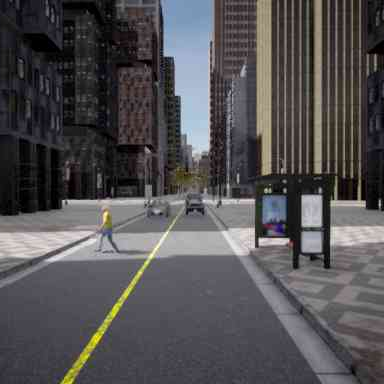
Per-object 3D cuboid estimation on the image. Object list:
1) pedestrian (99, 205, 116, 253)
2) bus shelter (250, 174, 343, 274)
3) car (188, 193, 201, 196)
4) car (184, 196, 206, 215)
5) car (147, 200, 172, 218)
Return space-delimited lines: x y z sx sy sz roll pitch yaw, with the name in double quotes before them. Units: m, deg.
"pedestrian" -3.054 1.290 12.019 0.375 1.860 0.375 0 0 -10
"bus shelter" 3.211 0.873 11.093 1.920 2.740 3.880 0 0 0
"car" 0.318 1.197 43.827 2.150 2.045 5.566 0 0 2
"car" 0.317 1.488 33.552 1.837 1.490 4.892 0 0 0
"car" -2.893 1.476 30.076 2.128 1.511 4.902 0 0 0
